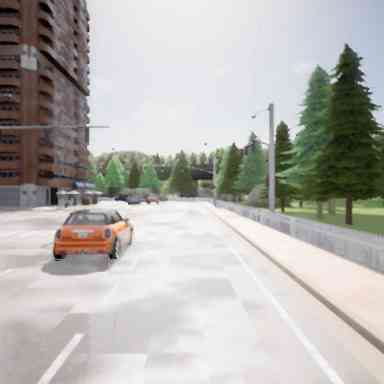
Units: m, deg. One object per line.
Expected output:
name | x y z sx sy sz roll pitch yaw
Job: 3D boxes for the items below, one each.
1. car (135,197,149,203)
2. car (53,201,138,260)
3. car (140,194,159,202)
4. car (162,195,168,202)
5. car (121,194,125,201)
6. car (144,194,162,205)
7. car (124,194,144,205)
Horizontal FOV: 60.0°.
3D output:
car | -12.396 1.920 82.900 1.895 1.301 4.718 0 0 -30
car | -3.573 1.410 12.859 2.097 1.767 4.553 0 0 -1
car | -11.232 1.561 87.241 2.150 2.045 5.566 0 0 -39
car | -8.382 1.688 89.269 2.097 1.767 4.553 0 0 -39
car | -14.723 1.823 80.015 1.837 1.490 4.892 0 0 -30
car | -7.789 1.476 67.001 2.150 2.045 5.566 0 0 -1
car | -11.255 1.614 65.075 2.097 1.767 4.553 0 0 0
